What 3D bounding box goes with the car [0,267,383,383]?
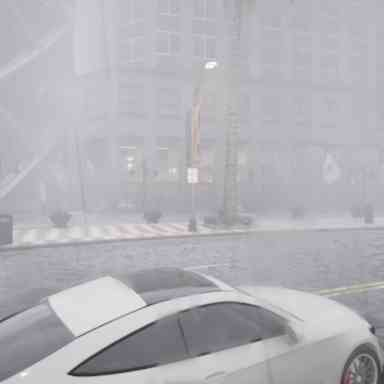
[{"bbox_3d":[-0.068,1.525,3.284,4.674,1.442,1.812,0,0,-33],"label":"car"}]
